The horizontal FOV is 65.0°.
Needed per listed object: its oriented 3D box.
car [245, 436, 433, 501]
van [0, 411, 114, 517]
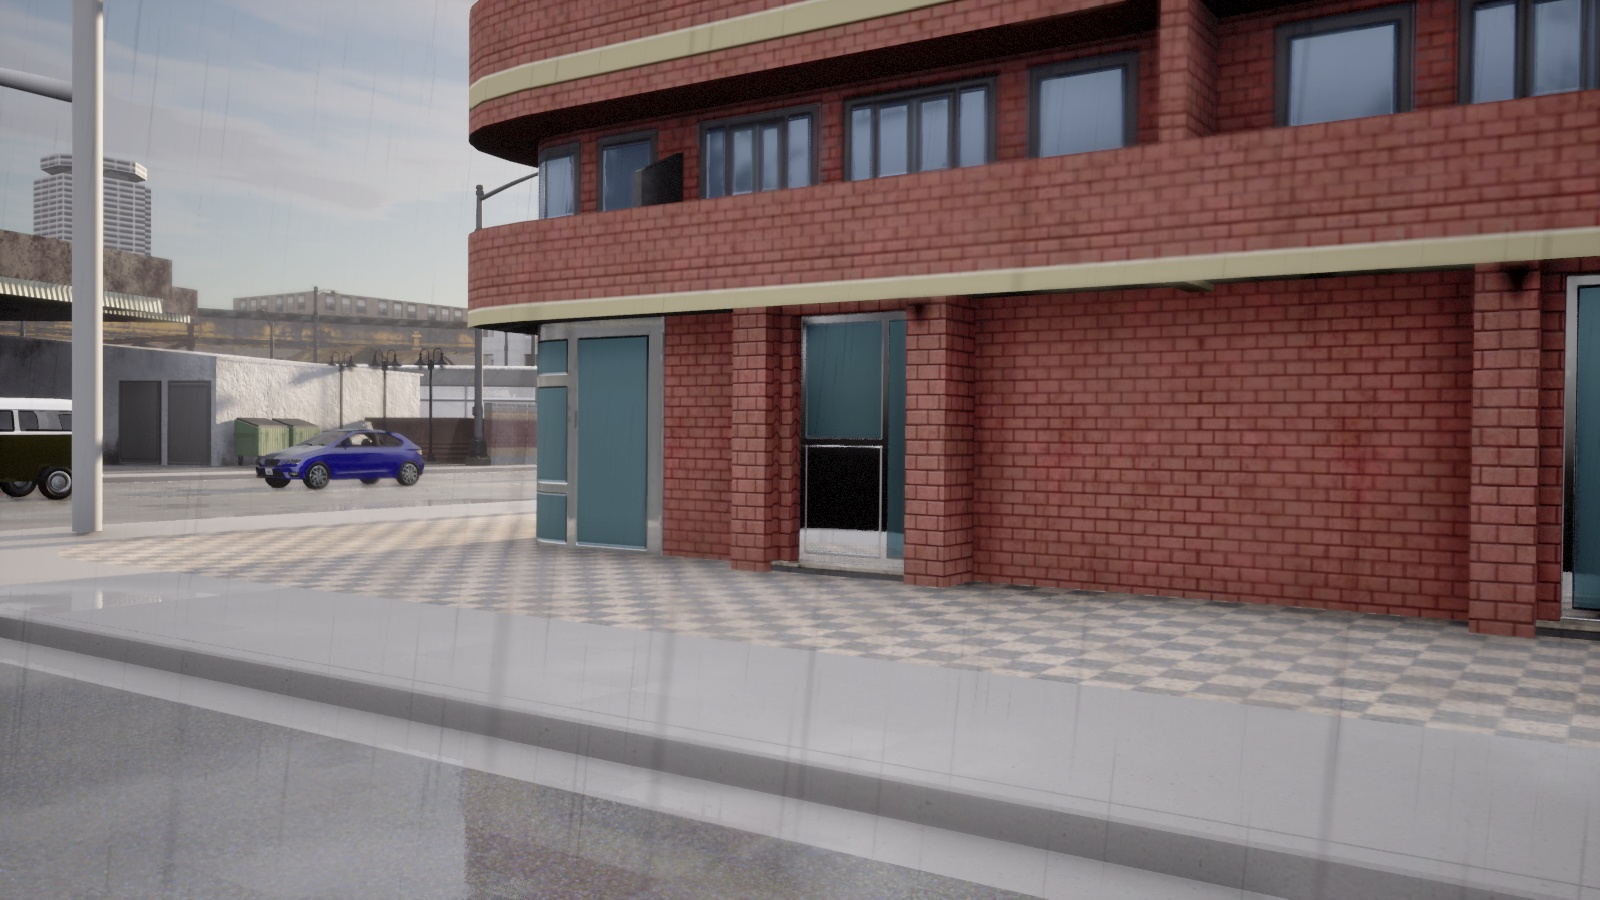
[{"bbox_3d":[-11.542,0.416,31.720,1.816,1.474,4.193,0,1,33],"label":"car"},{"bbox_3d":[-16.206,0.267,24.497,2.069,2.038,4.480,0,1,32],"label":"van"}]
